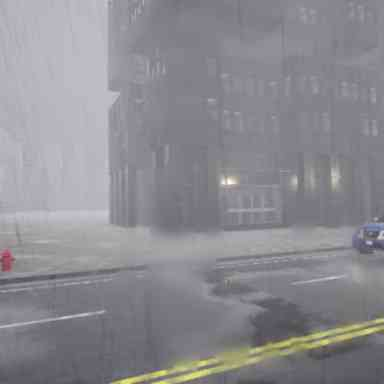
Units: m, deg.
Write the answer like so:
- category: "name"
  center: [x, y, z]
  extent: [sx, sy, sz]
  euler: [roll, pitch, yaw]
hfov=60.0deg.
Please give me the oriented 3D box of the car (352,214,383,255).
- category: "car"
  center: [9.573, 1.684, 14.441]
  extent: [5.566, 2.045, 2.150]
  euler: [0, -3, -24]
